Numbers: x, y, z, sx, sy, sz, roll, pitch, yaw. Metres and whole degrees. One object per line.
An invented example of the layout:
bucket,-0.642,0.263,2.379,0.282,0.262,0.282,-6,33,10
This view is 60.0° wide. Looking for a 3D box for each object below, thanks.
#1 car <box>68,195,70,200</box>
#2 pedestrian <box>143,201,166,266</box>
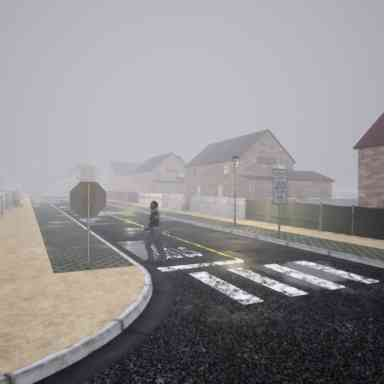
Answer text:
car,-19.267,0.735,55.196,1.994,1.385,4.181,0,0,-27
pedestrian,-1.076,1.140,9.495,0.375,1.860,0.375,2,-1,-27
